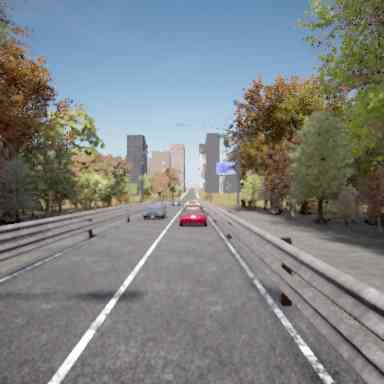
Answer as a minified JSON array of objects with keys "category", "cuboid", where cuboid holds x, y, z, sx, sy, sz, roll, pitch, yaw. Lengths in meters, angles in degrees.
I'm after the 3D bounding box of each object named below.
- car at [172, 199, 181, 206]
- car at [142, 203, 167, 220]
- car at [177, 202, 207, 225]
[{"category":"car","cuboid":[-3.275,2.290,71.701,2.128,1.511,4.902,0,-1,0]},{"category":"car","cuboid":[-3.353,1.757,30.919,2.033,1.411,5.357,0,-1,0]},{"category":"car","cuboid":[0.092,1.703,25.034,1.994,1.385,4.181,0,-1,0]}]
